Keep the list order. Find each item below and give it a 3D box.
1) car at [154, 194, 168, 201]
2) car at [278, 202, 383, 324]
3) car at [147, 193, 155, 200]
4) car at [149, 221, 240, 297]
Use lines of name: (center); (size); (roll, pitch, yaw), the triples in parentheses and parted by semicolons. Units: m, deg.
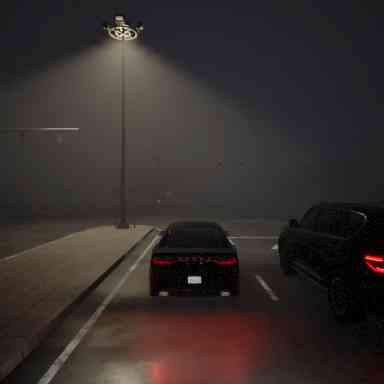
car: (-8.008, 1.525, 88.033); (2.128, 1.511, 4.902); (0, 0, 0)
car: (3.566, 1.221, 7.287); (2.150, 2.045, 5.566); (0, 0, 0)
car: (-11.508, 1.229, 94.837); (2.150, 2.045, 5.566); (0, 0, 0)
car: (0.063, 1.478, 8.634); (1.882, 1.535, 5.008); (0, 0, 0)
